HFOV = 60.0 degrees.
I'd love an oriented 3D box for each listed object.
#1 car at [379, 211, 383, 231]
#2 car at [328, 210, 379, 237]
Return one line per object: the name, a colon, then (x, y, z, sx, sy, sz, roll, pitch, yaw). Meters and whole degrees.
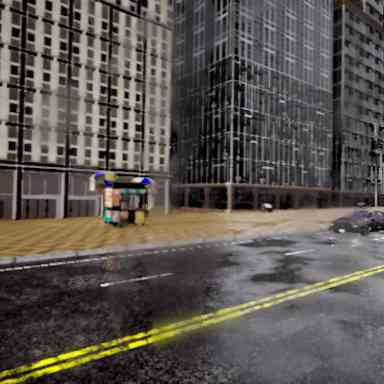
car: (12.354, 1.455, 17.477, 5.566, 2.045, 2.150, 1, -1, -38)
car: (10.431, 1.786, 20.096, 5.357, 1.411, 2.033, 1, -1, -38)
